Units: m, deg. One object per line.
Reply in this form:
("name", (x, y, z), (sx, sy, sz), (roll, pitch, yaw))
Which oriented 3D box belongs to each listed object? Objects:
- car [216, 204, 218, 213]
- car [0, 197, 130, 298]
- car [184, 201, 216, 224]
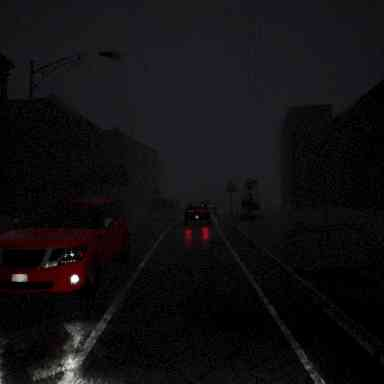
("car", (2.247, 1.954, 42.803), (2.128, 1.511, 4.902), (0, -2, 8))
("car", (-3.089, 1.173, 8.748), (2.150, 2.045, 5.566), (0, 0, 0))
("car", (0.466, 1.516, 24.780), (2.128, 1.511, 4.902), (0, -1, 3))
